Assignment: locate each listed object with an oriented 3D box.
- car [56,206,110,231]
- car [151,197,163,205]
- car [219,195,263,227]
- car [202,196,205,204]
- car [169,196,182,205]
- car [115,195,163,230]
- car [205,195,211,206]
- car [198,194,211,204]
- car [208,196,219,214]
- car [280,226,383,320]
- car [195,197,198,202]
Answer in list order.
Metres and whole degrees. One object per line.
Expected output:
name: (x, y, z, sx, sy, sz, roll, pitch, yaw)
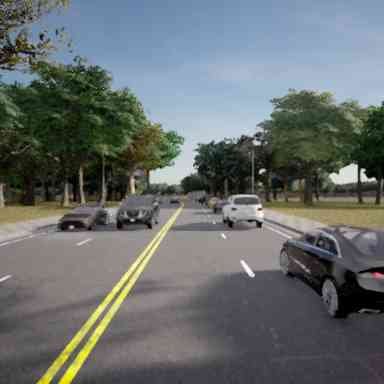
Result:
car: (-6.604, 1.564, 20.907, 2.033, 1.411, 5.357, 0, 0, 0)
car: (-6.599, 1.708, 63.208, 1.812, 1.442, 4.674, 0, 0, 0)
car: (3.347, 1.238, 22.748, 2.150, 2.045, 5.566, 0, 0, 0)
car: (3.233, 1.757, 58.512, 1.895, 1.301, 4.718, 0, 0, 0)
car: (-3.342, 1.783, 63.291, 1.895, 1.301, 4.718, 0, 0, 0)
car: (-3.353, 1.239, 21.518, 2.150, 2.045, 5.566, 0, 0, 0)
car: (3.241, 1.559, 47.647, 1.801, 1.575, 5.366, 0, 0, 0)
car: (3.045, 1.441, 69.630, 2.150, 2.045, 5.566, 0, 0, -2)
car: (3.243, 1.549, 36.455, 2.128, 1.511, 4.902, 0, 0, 0)
car: (3.349, 1.495, 7.311, 2.128, 1.511, 4.902, 0, 0, 0)
car: (2.597, 1.732, 80.708, 2.033, 1.649, 4.856, 0, 0, -3)
